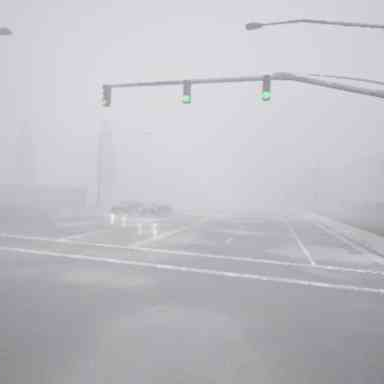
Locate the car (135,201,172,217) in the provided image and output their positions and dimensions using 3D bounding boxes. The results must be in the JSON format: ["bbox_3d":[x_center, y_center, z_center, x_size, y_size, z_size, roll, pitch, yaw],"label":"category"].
[{"bbox_3d":[-3.466,1.688,32.275,1.895,1.301,4.718,2,0,14],"label":"car"}]

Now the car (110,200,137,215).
[{"bbox_3d":[-6.496,1.520,34.575,2.033,1.411,5.357,2,0,14],"label":"car"}]
